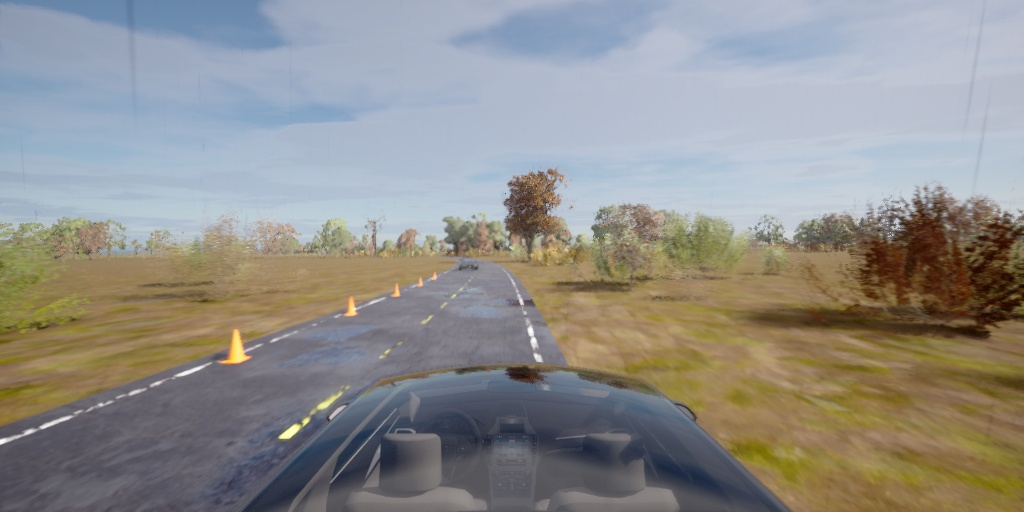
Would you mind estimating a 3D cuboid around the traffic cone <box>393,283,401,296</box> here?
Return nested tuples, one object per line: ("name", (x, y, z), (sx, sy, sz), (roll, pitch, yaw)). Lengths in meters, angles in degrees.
("traffic cone", (-5.371, 1.564, 16.706), (0.340, 0.580, 0.340), (0, 0, -2))

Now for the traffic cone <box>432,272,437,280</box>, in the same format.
("traffic cone", (-5.747, 1.454, 26.643), (0.340, 0.580, 0.340), (0, 0, -3))

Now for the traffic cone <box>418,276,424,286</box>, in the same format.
("traffic cone", (-5.534, 1.509, 21.675), (0.340, 0.580, 0.340), (0, 0, -2))

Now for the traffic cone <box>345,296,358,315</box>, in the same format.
("traffic cone", (-5.259, 1.619, 11.734), (0.340, 0.580, 0.340), (0, 0, -1))

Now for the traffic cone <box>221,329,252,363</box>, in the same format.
("traffic cone", (-5.197, 1.674, 6.762), (0.340, 0.580, 0.340), (0, 0, 0))

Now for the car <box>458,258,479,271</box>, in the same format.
("car", (-4.911, 0.912, 39.854), (1.994, 1.385, 4.181), (0, 1, -14))
